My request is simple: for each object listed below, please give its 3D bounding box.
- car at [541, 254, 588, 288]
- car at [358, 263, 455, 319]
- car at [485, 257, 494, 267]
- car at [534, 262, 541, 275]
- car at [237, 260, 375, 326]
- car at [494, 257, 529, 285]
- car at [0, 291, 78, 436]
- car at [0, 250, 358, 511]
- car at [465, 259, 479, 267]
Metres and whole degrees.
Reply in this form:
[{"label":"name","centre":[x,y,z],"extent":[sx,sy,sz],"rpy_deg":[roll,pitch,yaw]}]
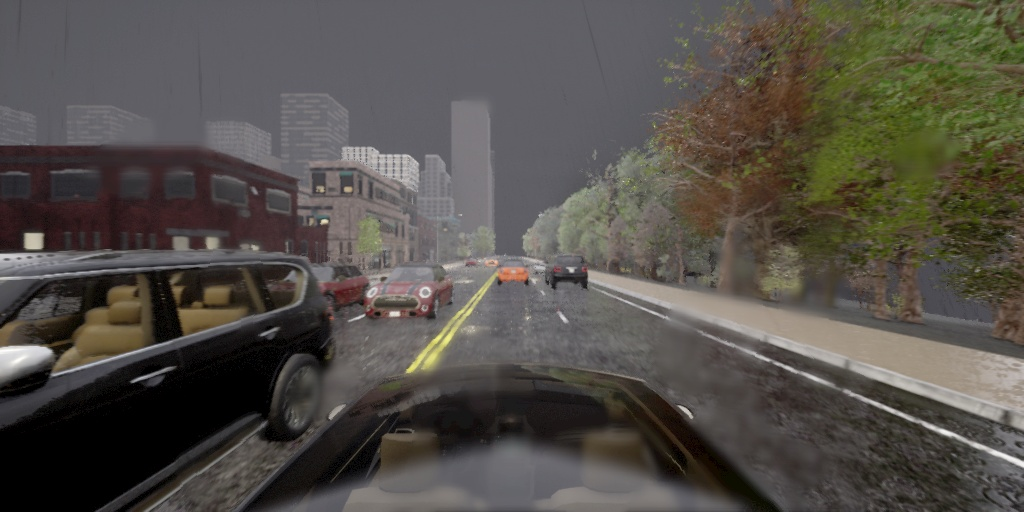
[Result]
[{"label":"car","centre":[3.346,0.893,22.811],"extent":[2.150,2.045,5.566],"rpy_deg":[0,0,0]},{"label":"car","centre":[-3.338,1.061,12.488],"extent":[2.097,1.767,4.553],"rpy_deg":[0,0,0]},{"label":"car","centre":[-3.291,0.878,59.334],"extent":[2.097,1.767,4.553],"rpy_deg":[0,0,0]},{"label":"car","centre":[3.291,1.213,37.315],"extent":[1.895,1.301,4.718],"rpy_deg":[0,0,0]},{"label":"car","centre":[-6.590,1.062,12.248],"extent":[2.097,1.767,4.553],"rpy_deg":[0,0,0]},{"label":"car","centre":[0.091,1.014,25.272],"extent":[2.097,1.767,4.553],"rpy_deg":[0,0,0]},{"label":"car","centre":[-6.598,1.226,2.168],"extent":[1.882,1.535,5.008],"rpy_deg":[0,0,0]},{"label":"car","centre":[-3.351,0.969,2.423],"extent":[2.150,2.045,5.566],"rpy_deg":[0,0,0]},{"label":"car","centre":[-6.540,1.128,59.069],"extent":[1.895,1.301,4.718],"rpy_deg":[0,0,1]}]
